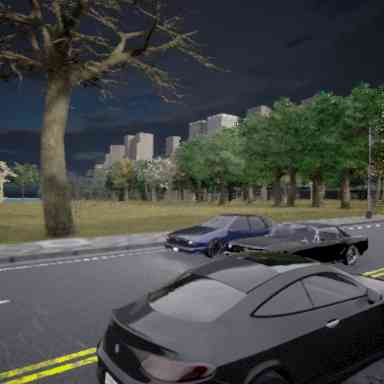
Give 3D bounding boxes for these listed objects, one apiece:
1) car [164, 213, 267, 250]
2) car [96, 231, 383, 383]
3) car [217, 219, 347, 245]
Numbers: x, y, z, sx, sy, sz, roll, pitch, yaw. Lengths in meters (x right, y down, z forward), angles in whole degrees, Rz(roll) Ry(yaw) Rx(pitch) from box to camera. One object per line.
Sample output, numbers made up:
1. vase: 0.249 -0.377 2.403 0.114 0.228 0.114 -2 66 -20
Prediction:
1. car: 1.603 1.551 12.819 5.357 1.411 2.033 0 0 -36
2. car: 1.166 1.527 4.290 4.674 1.442 1.812 0 0 -36
3. car: 3.237 1.605 9.994 4.718 1.301 1.895 0 0 -36
